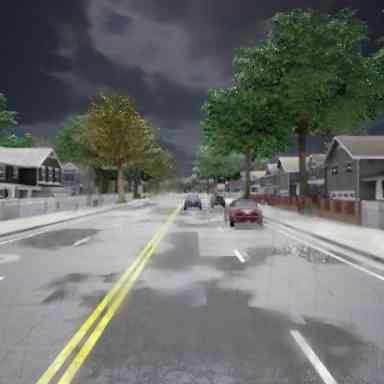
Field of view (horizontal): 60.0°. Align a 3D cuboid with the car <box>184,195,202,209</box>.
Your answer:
[{"bbox_3d":[0.107,1.147,40.870,2.097,1.767,4.553,0,0,0],"label":"car"}]

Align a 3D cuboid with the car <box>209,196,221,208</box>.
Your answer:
[{"bbox_3d":[3.358,1.277,44.166,1.837,1.490,4.892,0,0,0],"label":"car"}]

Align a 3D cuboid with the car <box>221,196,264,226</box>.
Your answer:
[{"bbox_3d":[3.354,1.254,22.330,2.097,1.767,4.553,0,0,0],"label":"car"}]
